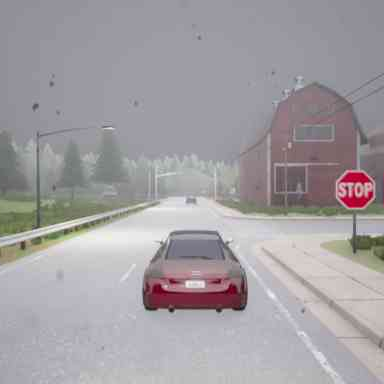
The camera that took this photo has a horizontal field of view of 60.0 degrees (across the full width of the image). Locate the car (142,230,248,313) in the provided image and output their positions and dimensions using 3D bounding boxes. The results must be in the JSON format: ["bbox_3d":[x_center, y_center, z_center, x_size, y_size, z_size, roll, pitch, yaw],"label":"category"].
[{"bbox_3d":[0.060,1.563,7.750,1.994,1.385,4.181,0,0,0],"label":"car"}]

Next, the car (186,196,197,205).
[{"bbox_3d":[-0.139,1.470,60.747,1.882,1.535,5.008,0,0,0],"label":"car"}]
